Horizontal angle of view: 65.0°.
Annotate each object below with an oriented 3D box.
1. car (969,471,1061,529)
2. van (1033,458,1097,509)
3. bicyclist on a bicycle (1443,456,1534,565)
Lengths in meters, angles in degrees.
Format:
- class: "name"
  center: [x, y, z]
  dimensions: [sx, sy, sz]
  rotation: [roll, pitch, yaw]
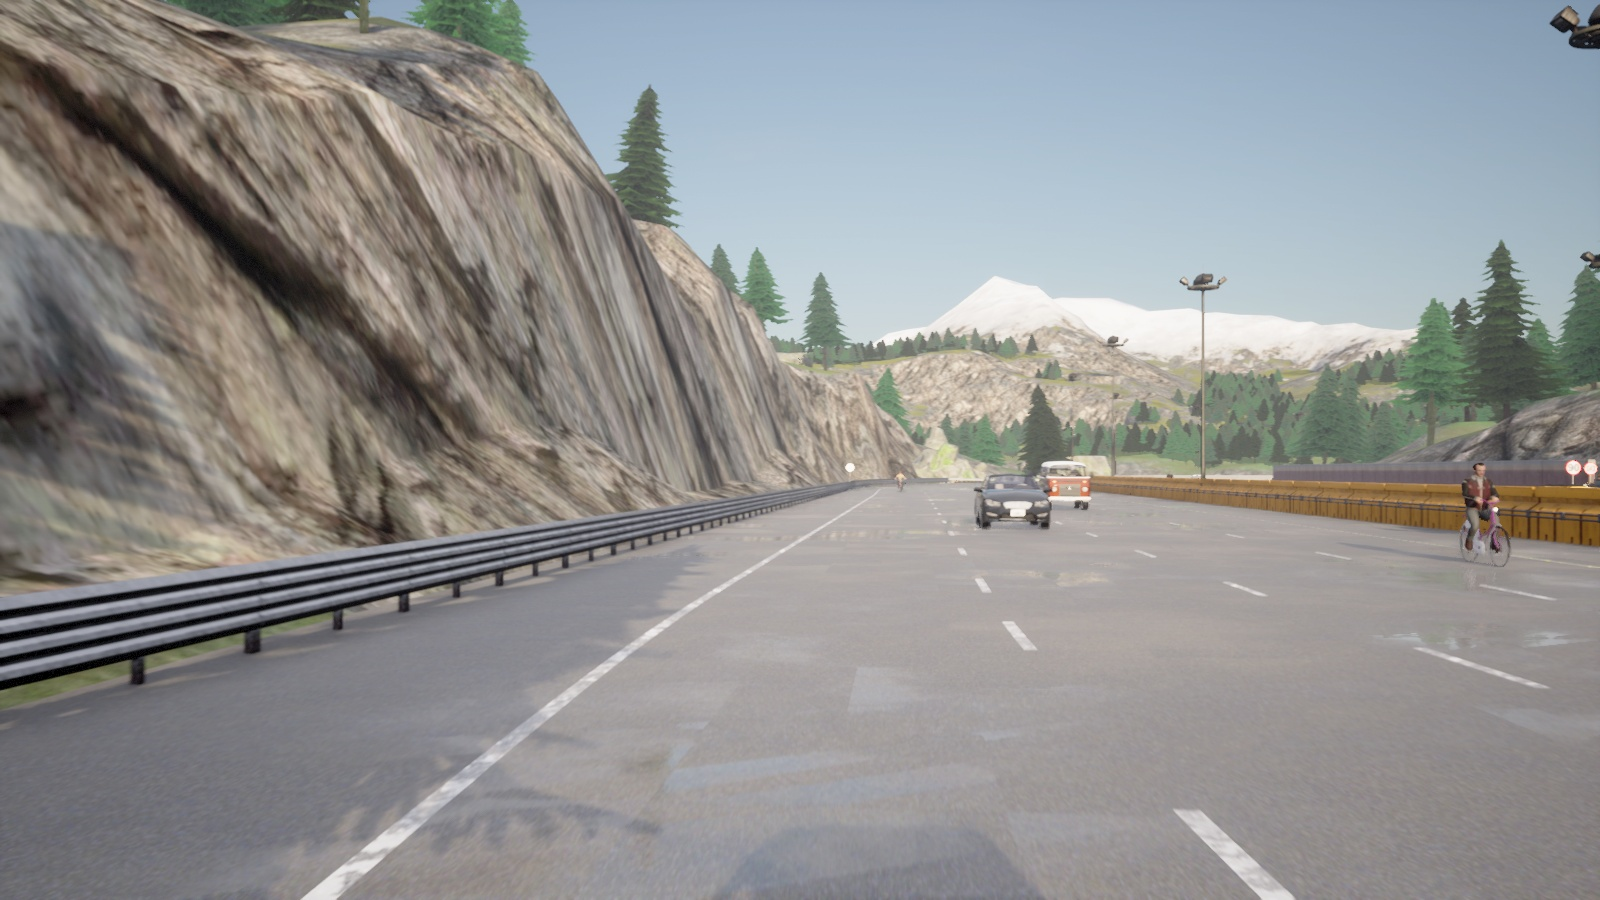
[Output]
- class: "car"
  center: [5.912, 1.337, 35.090]
  dimensions: [2.128, 1.511, 4.902]
  rotation: [0, -1, 5]
- class: "van"
  center: [10.972, 1.375, 52.207]
  dimensions: [2.069, 2.038, 4.480]
  rotation: [0, -1, 5]
- class: "bicyclist on a bicycle"
  center: [11.689, 1.001, 21.393]
  dimensions: [0.659, 1.776, 1.843]
  rotation: [0, -1, 5]
